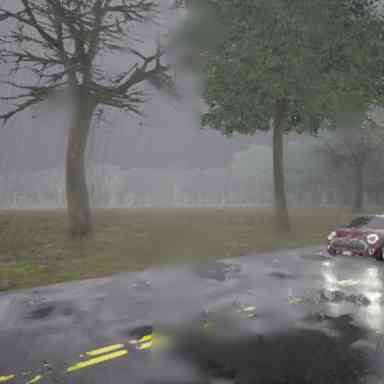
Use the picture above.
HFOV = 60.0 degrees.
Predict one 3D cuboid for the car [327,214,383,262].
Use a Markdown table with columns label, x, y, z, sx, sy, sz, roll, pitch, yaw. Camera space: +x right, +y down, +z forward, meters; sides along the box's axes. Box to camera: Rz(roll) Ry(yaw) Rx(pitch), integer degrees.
| label | x | y | z | sx | sy | sz | roll | pitch | yaw |
| --- | --- | --- | --- | --- | --- | --- | --- | --- | --- |
| car | 7.624 | 1.743 | 13.912 | 4.553 | 1.767 | 2.097 | 1 | -2 | -37 |
